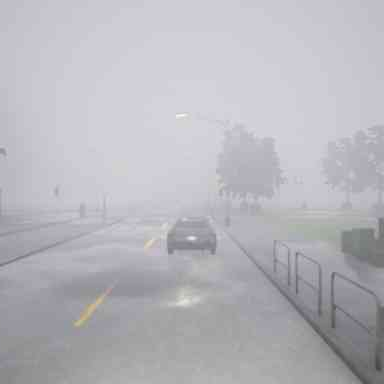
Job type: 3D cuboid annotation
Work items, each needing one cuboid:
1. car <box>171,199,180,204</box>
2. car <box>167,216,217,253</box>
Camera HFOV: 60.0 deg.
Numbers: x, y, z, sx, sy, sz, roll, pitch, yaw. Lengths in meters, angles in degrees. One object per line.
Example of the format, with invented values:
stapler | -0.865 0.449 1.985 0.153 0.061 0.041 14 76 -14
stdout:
car | -4.020 2.341 83.060 1.994 1.385 4.181 0 -1 0
car | 0.000 1.701 14.292 1.994 1.385 4.181 0 0 0
